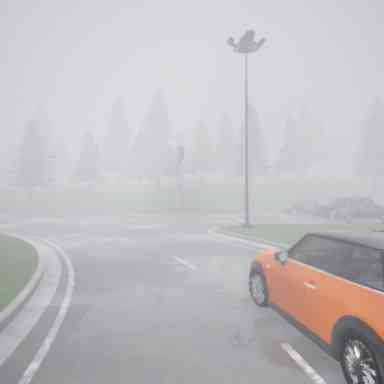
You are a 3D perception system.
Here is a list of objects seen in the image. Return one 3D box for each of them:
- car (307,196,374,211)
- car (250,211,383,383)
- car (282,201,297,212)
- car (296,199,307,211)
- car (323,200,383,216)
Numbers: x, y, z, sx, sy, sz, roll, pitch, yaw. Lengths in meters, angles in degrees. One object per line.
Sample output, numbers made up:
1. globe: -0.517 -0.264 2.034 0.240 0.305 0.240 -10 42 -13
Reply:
1. car: 13.835 1.379 30.235 5.566 2.045 2.150 0 0 -4
2. car: 2.545 1.379 5.358 2.097 1.767 4.553 0 -1 -10
3. car: 12.470 1.557 37.159 4.553 1.767 2.097 0 0 -4
4. car: 13.444 1.706 33.722 4.674 1.442 1.812 0 0 -4
5. car: 13.615 1.625 26.723 4.902 1.511 2.128 0 0 -4
